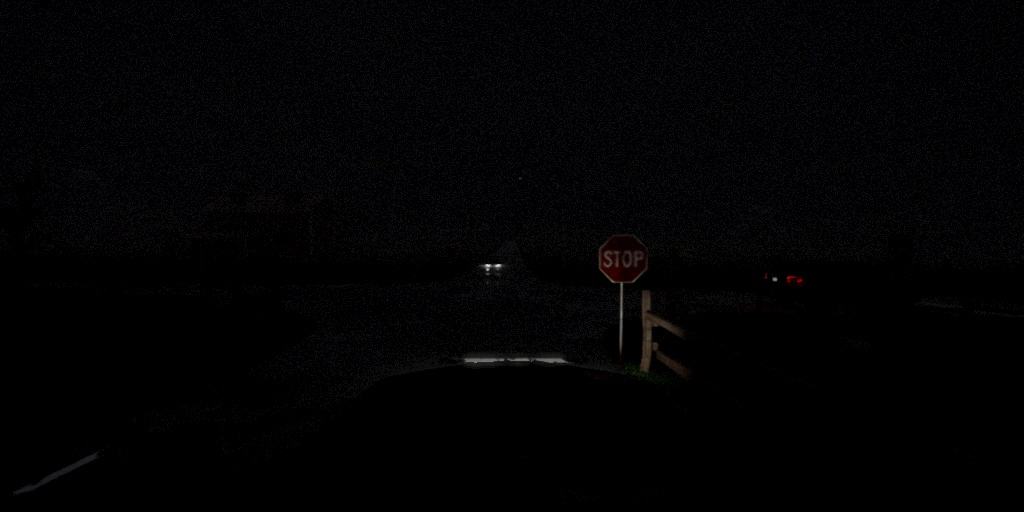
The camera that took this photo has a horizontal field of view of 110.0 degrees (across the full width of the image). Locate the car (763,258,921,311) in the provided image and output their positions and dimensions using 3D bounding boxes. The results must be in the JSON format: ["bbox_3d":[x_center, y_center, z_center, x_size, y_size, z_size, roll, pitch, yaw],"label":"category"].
[{"bbox_3d":[13.974,1.139,15.416,5.566,2.045,2.150,1,2,0],"label":"car"}]

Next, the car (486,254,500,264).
[{"bbox_3d":[-2.736,0.408,52.691,1.837,1.490,4.892,0,1,0],"label":"car"}]
